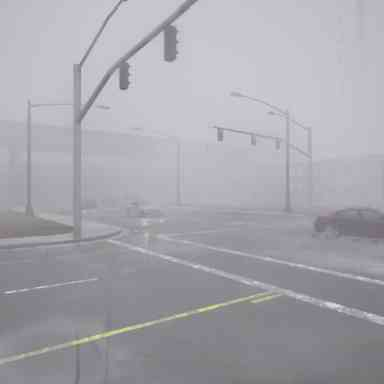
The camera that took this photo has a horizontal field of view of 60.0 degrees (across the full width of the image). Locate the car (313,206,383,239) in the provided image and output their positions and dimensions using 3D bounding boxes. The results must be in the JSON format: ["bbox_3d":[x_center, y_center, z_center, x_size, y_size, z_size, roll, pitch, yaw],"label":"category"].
[{"bbox_3d":[8.310,1.446,15.558,5.008,1.535,1.882,0,1,39],"label":"car"}]

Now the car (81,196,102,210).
[{"bbox_3d":[-14.056,1.548,43.680,2.033,1.411,5.357,0,0,-33],"label":"car"}]

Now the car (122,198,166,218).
[{"bbox_3d":[-4.509,1.525,30.520,1.812,1.442,4.674,0,0,-36],"label":"car"}]

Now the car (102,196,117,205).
[{"bbox_3d":[-14.949,1.526,59.828,1.812,1.442,4.674,0,0,3],"label":"car"}]

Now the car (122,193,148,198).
[{"bbox_3d":[-12.256,1.223,69.394,2.150,2.045,5.566,0,0,30],"label":"car"}]

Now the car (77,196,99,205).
[{"bbox_3d":[-18.739,1.504,59.936,2.128,1.511,4.902,0,0,4],"label":"car"}]
